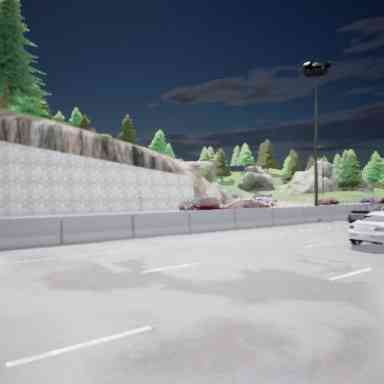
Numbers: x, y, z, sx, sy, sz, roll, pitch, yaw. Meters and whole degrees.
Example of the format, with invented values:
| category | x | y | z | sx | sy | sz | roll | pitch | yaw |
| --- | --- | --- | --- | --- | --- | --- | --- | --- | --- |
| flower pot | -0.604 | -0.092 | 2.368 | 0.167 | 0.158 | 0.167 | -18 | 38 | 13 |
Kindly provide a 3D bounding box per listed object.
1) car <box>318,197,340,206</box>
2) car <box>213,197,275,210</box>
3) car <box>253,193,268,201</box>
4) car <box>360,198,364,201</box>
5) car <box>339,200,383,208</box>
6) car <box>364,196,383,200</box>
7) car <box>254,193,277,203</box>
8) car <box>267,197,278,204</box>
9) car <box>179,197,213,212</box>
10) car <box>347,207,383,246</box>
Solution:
| category | x | y | z | sx | sy | sz | roll | pitch | yaw |
| --- | --- | --- | --- | --- | --- | --- | --- | --- | --- |
| car | 22.378 | 1.553 | 54.257 | 4.674 | 1.442 | 1.812 | 0 | 0 | -35 |
| car | 4.559 | 1.489 | 28.872 | 5.008 | 1.535 | 1.882 | 0 | 0 | -36 |
| car | 17.157 | 1.229 | 83.799 | 2.150 | 2.045 | 5.566 | 0 | 0 | -4 |
| car | 33.206 | 1.560 | 61.954 | 4.674 | 1.442 | 1.812 | 0 | 0 | -36 |
| car | 11.629 | 1.503 | 20.642 | 4.902 | 1.511 | 2.128 | 0 | 0 | -36 |
| car | 32.015 | 1.558 | 56.831 | 4.674 | 1.442 | 1.812 | 0 | 0 | -35 |
| car | 12.099 | 1.246 | 55.309 | 2.150 | 2.045 | 5.566 | 0 | 0 | 27 |
| car | 16.444 | 1.625 | 68.061 | 1.895 | 1.301 | 4.718 | 0 | 0 | 12 |
| car | 0.829 | 1.364 | 34.681 | 4.553 | 1.767 | 2.097 | 0 | 0 | -36 |
| car | 8.395 | 1.534 | 14.035 | 4.674 | 1.442 | 1.812 | 0 | 0 | -36 |
